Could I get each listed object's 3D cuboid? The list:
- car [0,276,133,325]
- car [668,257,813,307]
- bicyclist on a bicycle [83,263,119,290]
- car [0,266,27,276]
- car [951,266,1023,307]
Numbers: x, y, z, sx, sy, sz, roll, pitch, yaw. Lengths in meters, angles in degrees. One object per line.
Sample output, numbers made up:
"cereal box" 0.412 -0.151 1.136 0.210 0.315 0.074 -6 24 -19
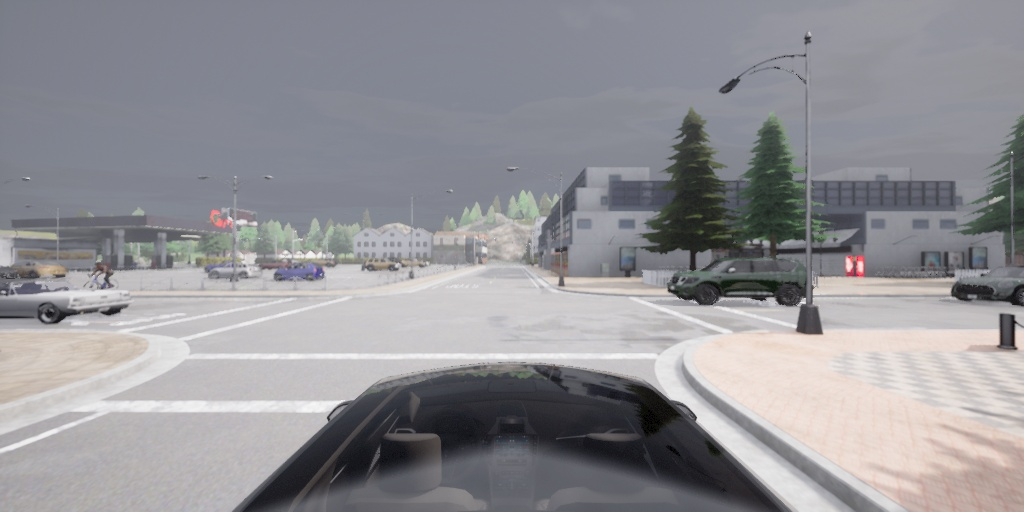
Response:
"car" -15.522 1.427 11.692 4.718 1.301 1.895 0 0 0
"car" 9.923 1.076 15.816 5.566 2.045 2.150 0 0 3
"bicyclist on a bicycle" -21.879 1.173 19.118 0.582 1.620 1.656 0 0 -1
"car" -24.763 1.340 15.315 4.902 1.511 2.128 0 0 -1
"car" 22.410 1.204 15.729 4.553 1.767 2.097 0 0 0
